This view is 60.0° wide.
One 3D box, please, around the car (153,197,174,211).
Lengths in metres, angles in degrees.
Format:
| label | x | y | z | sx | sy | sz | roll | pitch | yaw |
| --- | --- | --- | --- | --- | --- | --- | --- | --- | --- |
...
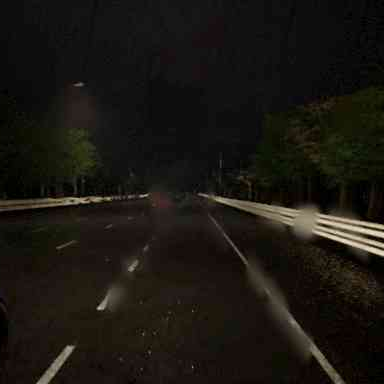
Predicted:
| label | x | y | z | sx | sy | sz | roll | pitch | yaw |
| --- | --- | --- | --- | --- | --- | --- | --- | --- | --- |
| car | -3.539 | 1.588 | 39.787 | 1.895 | 1.301 | 4.718 | 1 | 0 | 0 |

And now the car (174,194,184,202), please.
| label | x | y | z | sx | sy | sz | roll | pitch | yaw |
| --- | --- | --- | --- | --- | --- | --- | --- | --- | --- |
| car | -3.593 | 1.593 | 79.418 | 1.994 | 1.385 | 4.181 | 1 | 0 | 0 |

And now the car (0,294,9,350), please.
| label | x | y | z | sx | sy | sz | roll | pitch | yaw |
| --- | --- | --- | --- | --- | --- | --- | --- | --- | --- |
| car | -3.486 | 1.320 | 2.592 | 2.097 | 1.767 | 4.553 | 1 | 0 | 0 |
